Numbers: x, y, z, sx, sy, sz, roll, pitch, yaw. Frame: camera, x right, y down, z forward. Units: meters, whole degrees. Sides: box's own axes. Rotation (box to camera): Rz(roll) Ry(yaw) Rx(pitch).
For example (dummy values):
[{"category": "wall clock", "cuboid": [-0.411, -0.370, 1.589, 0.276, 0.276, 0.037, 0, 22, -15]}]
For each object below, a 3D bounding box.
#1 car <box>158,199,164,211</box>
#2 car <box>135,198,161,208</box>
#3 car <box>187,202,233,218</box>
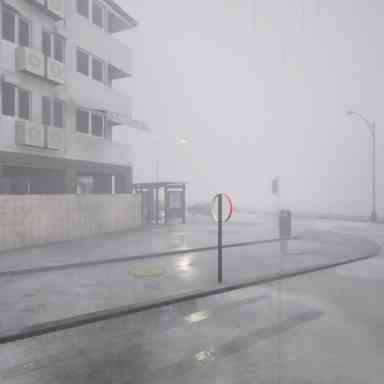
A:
[{"category": "car", "cuboid": [-4.080, 1.547, 38.376, 2.033, 1.411, 5.357, 0, 0, -35]}, {"category": "car", "cuboid": [-6.494, 1.564, 49.003, 1.994, 1.385, 4.181, 0, 0, -35]}, {"category": "car", "cuboid": [1.551, 1.601, 30.462, 1.895, 1.301, 4.718, 0, 0, -35]}]
